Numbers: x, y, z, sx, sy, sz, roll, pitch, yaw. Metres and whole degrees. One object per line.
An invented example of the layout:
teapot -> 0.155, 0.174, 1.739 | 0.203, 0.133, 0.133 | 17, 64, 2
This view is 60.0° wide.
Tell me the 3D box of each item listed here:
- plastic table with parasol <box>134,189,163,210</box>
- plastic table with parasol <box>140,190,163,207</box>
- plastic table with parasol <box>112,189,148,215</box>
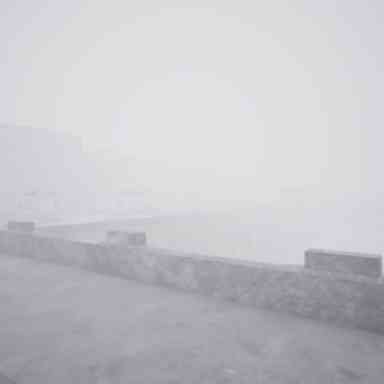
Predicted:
plastic table with parasol -> -5.364, 0.917, 40.882 | 2.482, 2.480, 2.482 | 0, 0, 36
plastic table with parasol -> -6.047, 0.915, 49.873 | 2.482, 2.480, 2.482 | 0, 0, 36
plastic table with parasol -> -6.146, 0.918, 33.196 | 2.482, 2.480, 2.482 | 0, 0, 36
